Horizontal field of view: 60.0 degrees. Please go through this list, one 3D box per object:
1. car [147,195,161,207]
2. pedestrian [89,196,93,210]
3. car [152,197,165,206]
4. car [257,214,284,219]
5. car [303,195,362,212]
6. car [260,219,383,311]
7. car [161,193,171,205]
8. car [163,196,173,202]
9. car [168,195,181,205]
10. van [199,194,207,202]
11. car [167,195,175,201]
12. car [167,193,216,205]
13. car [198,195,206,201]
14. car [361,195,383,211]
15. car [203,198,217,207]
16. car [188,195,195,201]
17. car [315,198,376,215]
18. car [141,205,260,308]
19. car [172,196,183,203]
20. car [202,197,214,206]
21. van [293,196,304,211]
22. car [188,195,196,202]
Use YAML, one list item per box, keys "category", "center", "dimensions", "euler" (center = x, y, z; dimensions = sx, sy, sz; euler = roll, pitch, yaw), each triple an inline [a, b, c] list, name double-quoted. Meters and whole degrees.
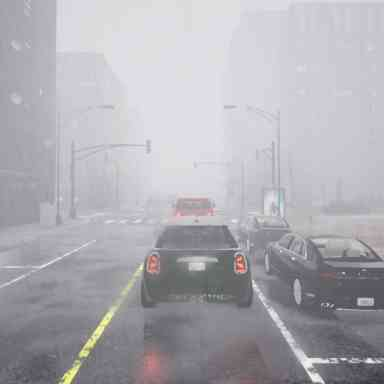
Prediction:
- category: "car"
  center: [-5.696, 1.334, 51.390]
  dimensions: [2.192, 1.841, 5.009]
  euler: [1, 0, 0]
- category: "pedestrian"
  center: [-12.546, 1.347, 41.312]
  dimensions: [0.375, 1.860, 0.375]
  euler: [0, 0, 0]
- category: "car"
  center: [-5.702, 1.566, 56.961]
  dimensions: [1.887, 1.381, 4.507]
  euler: [1, 0, 0]
- category: "car"
  center: [2.825, 1.555, 13.161]
  dimensions: [2.008, 1.369, 4.403]
  euler: [1, 0, 0]
- category: "car"
  center: [14.974, 1.385, 35.577]
  dimensions: [5.008, 1.535, 1.882]
  euler: [0, -1, 2]
- category: "car"
  center: [2.828, 1.553, 7.591]
  dimensions: [2.008, 1.369, 4.403]
  euler: [1, 0, 0]
- category: "car"
  center: [-3.142, 1.240, 51.043]
  dimensions: [2.150, 2.045, 5.566]
  euler: [0, 0, 0]
- category: "car"
  center: [-5.712, 1.597, 79.245]
  dimensions: [1.947, 1.339, 4.313]
  euler: [1, 0, 0]
- category: "car"
  center: [-3.093, 1.375, 60.612]
  dimensions: [2.097, 1.767, 4.553]
  euler: [0, 0, 0]
- category: "van"
  center: [2.671, 1.373, 79.210]
  dimensions: [1.690, 1.788, 3.998]
  euler: [1, 0, 0]
- category: "car"
  center: [-5.717, 1.603, 90.387]
  dimensions: [1.947, 1.339, 4.313]
  euler: [1, 0, 0]
- category: "car"
  center: [0.080, 1.228, 17.558]
  dimensions: [2.150, 2.045, 5.566]
  euler: [0, 0, 0]
- category: "car"
  center: [2.664, 1.582, 90.351]
  dimensions: [1.887, 1.381, 4.507]
  euler: [1, 0, 0]
- category: "car"
  center: [19.275, 1.228, 38.141]
  dimensions: [5.009, 1.841, 2.192]
  euler: [0, 0, 0]
- category: "car"
  center: [2.680, 1.585, 51.354]
  dimensions: [1.947, 1.339, 4.313]
  euler: [1, 0, 0]
- category: "car"
  center: [-0.038, 1.537, 90.833]
  dimensions: [1.837, 1.490, 4.892]
  euler: [0, 0, 0]
- category: "car"
  center: [13.691, 1.413, 29.797]
  dimensions: [4.206, 1.307, 1.802]
  euler: [0, 0, 0]
- category: "car"
  center: [0.097, 1.354, 8.087]
  dimensions: [2.097, 1.767, 4.553]
  euler: [0, 0, 0]
- category: "car"
  center: [-3.029, 1.553, 70.682]
  dimensions: [2.128, 1.511, 4.902]
  euler: [0, 0, 0]
- category: "car"
  center: [2.677, 1.603, 56.925]
  dimensions: [1.802, 1.307, 4.206]
  euler: [1, 0, 0]
- category: "van"
  center: [13.748, 1.296, 38.178]
  dimensions: [3.998, 1.788, 1.690]
  euler: [0, 0, 0]
- category: "car"
  center: [-0.034, 1.557, 80.947]
  dimensions: [1.812, 1.442, 4.674]
  euler: [0, 0, 0]
